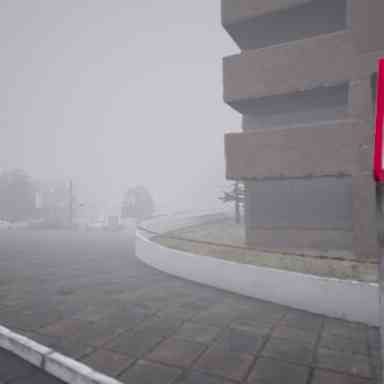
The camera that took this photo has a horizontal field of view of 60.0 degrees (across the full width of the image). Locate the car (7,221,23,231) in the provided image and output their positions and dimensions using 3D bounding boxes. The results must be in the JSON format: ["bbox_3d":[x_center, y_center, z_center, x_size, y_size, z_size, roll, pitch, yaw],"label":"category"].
[{"bbox_3d":[-28.886,5.204,51.013,4.674,1.452,2.002,-1,-6,5],"label":"car"}]

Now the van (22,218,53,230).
[{"bbox_3d":[-26.169,5.521,56.464,4.442,1.987,1.878,-1,-6,6],"label":"van"}]

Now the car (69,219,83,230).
[{"bbox_3d":[-23.684,6.330,61.877,4.892,1.521,2.231,-1,-6,6],"label":"car"}]

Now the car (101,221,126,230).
[{"bbox_3d":[-15.513,7.045,66.878,1.895,1.301,4.718,-2,-6,25],"label":"car"}]

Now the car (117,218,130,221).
[{"bbox_3d":[-19.737,8.877,91.737,2.163,1.488,4.792,0,0,10],"label":"car"}]

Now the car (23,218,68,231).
[{"bbox_3d":[-22.727,5.052,51.790,2.150,2.045,5.566,-2,-7,25],"label":"car"}]

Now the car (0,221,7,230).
[{"bbox_3d":[-30.169,4.912,48.285,4.674,1.452,2.002,-1,-6,5],"label":"car"}]
